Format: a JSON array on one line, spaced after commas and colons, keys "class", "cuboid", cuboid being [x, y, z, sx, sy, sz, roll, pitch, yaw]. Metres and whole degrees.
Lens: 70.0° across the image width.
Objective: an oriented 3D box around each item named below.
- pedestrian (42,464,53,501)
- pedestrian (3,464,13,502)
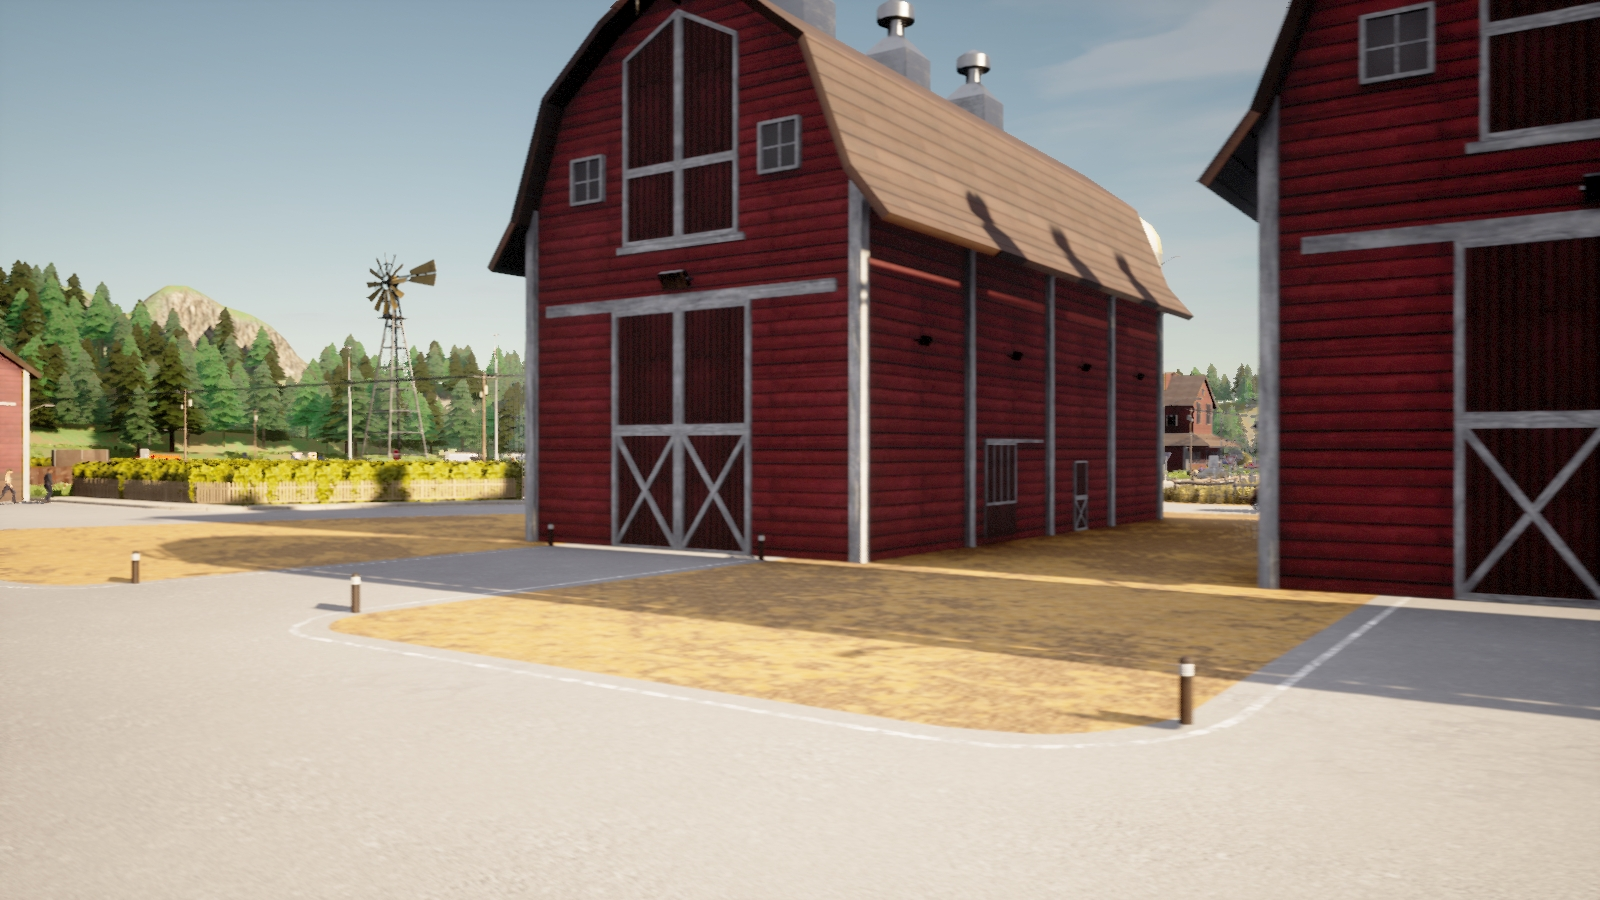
[{"class": "pedestrian", "cuboid": [-37.627, 1.618, 57.135, 0.375, 1.860, 0.375, 0, 0, 40]}, {"class": "pedestrian", "cuboid": [-38.827, 1.617, 56.027, 0.375, 1.860, 0.375, 0, 0, -28]}]
